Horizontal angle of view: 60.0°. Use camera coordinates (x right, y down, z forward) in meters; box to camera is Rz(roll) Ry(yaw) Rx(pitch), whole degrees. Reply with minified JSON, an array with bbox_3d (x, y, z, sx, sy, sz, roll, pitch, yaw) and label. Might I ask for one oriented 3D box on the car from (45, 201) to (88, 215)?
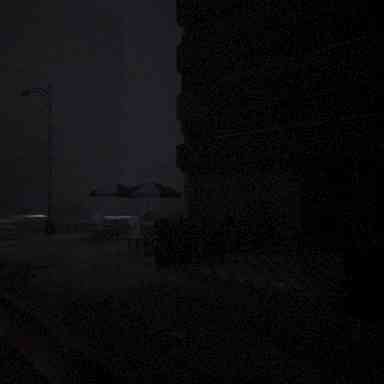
[{"bbox_3d":[-12.981,1.619,34.495,1.994,1.385,4.181,0,0,45],"label":"car"}]
